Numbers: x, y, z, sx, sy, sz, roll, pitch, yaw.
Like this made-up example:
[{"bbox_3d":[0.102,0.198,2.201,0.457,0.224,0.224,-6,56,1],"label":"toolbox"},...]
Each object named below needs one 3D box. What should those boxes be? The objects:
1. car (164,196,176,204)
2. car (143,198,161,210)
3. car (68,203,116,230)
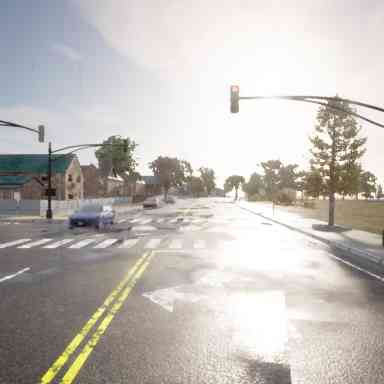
[{"bbox_3d":[-4.216,1.641,64.658,1.837,1.490,4.892,0,0,4],"label":"car"},{"bbox_3d":[-5.381,1.559,45.099,1.882,1.535,5.008,0,0,3],"label":"car"},{"bbox_3d":[-6.243,1.509,21.295,1.882,1.535,5.008,0,0,1],"label":"car"}]
